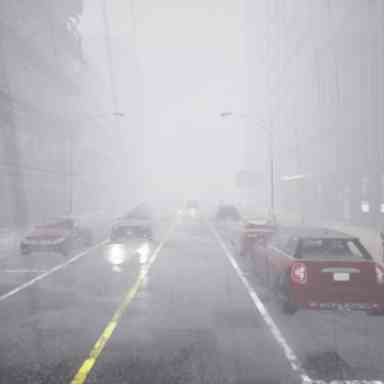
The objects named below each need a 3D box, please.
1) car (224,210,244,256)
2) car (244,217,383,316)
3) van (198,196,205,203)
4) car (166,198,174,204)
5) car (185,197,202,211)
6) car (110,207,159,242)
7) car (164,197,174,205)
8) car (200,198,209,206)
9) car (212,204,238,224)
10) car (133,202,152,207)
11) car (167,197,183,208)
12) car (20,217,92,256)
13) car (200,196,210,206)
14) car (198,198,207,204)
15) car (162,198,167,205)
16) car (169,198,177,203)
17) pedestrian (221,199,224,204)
[{"bbox_3d":[2.576,1.649,13.331,1.887,1.381,4.507,1,0,0],"label":"car"},{"bbox_3d":[2.577,1.501,7.679,1.967,1.590,4.097,1,0,0],"label":"car"},{"bbox_3d":[2.580,2.017,86.812,1.690,1.788,3.998,1,0,0],"label":"van"},{"bbox_3d":[-5.304,2.215,81.327,1.802,1.307,4.206,1,0,0],"label":"car"},{"bbox_3d":[0.044,1.863,46.301,1.837,1.490,4.892,0,-1,1],"label":"car"},{"bbox_3d":[-2.850,1.698,17.146,1.994,1.385,4.181,0,0,0],"label":"car"},{"bbox_3d":[-5.302,2.029,75.681,1.967,1.590,4.097,1,0,0],"label":"car"},{"bbox_3d":[2.577,2.070,70.024,1.752,1.417,4.829,1,0,0],"label":"car"},{"bbox_3d":[2.750,1.717,27.135,1.837,1.490,4.892,0,0,0],"label":"car"},{"bbox_3d":[-5.304,1.832,36.156,2.008,1.369,4.403,1,0,0],"label":"car"},{"bbox_3d":[-2.793,1.811,59.028,2.097,1.767,4.553,0,0,1],"label":"car"},{"bbox_3d":[-5.305,1.688,13.570,1.802,1.307,4.206,1,0,0],"label":"car"},{"bbox_3d":[2.577,2.050,64.201,2.008,1.369,4.403,1,0,0],"label":"car"},{"bbox_3d":[2.577,2.182,81.157,2.008,1.369,4.403,1,0,0],"label":"car"},{"bbox_3d":[-5.304,2.111,70.034,1.947,1.339,4.313,1,0,0],"label":"car"},{"bbox_3d":[-5.304,2.304,92.619,1.802,1.307,4.206,1,0,0],"label":"car"},{"bbox_3d":[2.750,1.528,30.096,0.375,1.860,0.375,1,-1,0],"label":"pedestrian"}]
